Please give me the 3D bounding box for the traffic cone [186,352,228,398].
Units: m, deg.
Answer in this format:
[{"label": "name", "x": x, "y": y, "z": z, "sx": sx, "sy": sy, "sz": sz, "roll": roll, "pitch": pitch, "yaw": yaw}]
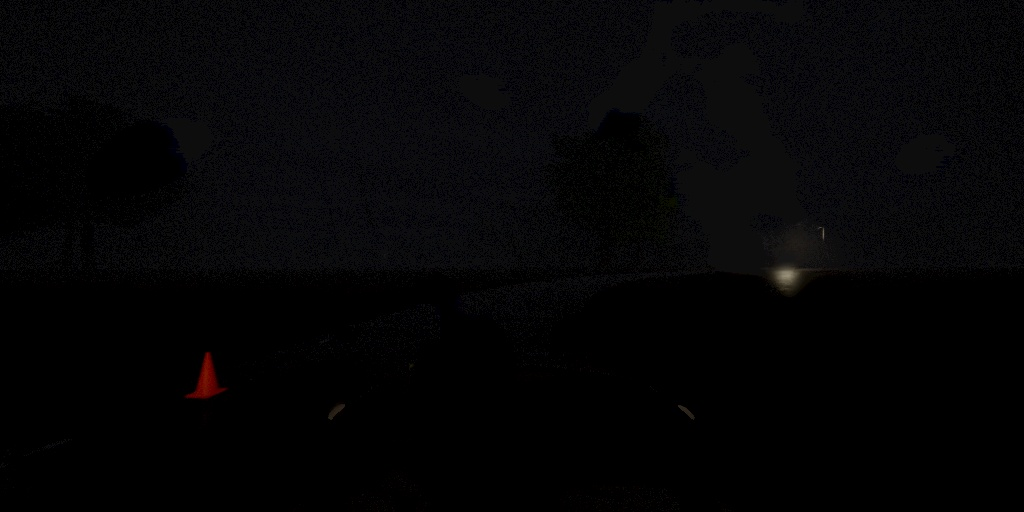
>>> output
[{"label": "traffic cone", "x": -4.366, "y": 1.670, "z": 5.142, "sx": 0.340, "sy": 0.580, "sz": 0.340, "roll": 0, "pitch": 0, "yaw": 4}]
